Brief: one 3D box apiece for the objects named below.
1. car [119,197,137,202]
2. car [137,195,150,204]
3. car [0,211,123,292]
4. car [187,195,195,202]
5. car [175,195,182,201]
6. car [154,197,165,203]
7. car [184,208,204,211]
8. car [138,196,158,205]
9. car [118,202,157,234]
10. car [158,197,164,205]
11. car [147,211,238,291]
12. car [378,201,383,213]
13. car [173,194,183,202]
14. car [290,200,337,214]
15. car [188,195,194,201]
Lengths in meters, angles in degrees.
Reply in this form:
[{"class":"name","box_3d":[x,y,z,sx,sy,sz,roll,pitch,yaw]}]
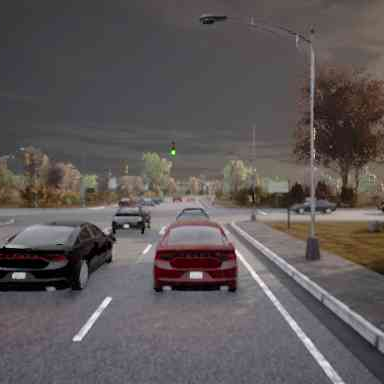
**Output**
[{"class":"car","box_3d":[-10.757,1.665,54.501,1.882,1.535,5.008,0,0,0]},{"class":"car","box_3d":[-10.737,1.609,73.990,2.097,1.767,4.553,0,0,0]},{"class":"car","box_3d":[-3.426,1.509,9.063,1.882,1.535,5.008,0,0,0]},{"class":"car","box_3d":[-0.269,1.641,85.256,2.097,1.767,4.553,0,0,0]},{"class":"car","box_3d":[-3.761,1.655,95.267,1.882,1.535,5.008,0,0,0]},{"class":"car","box_3d":[-7.241,1.798,75.142,2.033,1.411,5.357,0,0,0]},{"class":"car","box_3d":[0.106,1.632,19.694,1.994,1.385,4.181,0,0,2]},{"class":"car","box_3d":[-7.264,1.714,54.892,1.812,1.442,4.674,0,0,0]},{"class":"car","box_3d":[-3.508,1.561,19.799,2.128,1.511,4.902,0,0,-2]},{"class":"car","box_3d":[-7.245,1.769,64.483,2.033,1.411,5.357,0,0,0]},{"class":"car","box_3d":[0.073,1.509,9.104,1.882,1.535,5.008,0,0,0]},{"class":"car","box_3d":[23.263,1.334,35.949,5.566,2.045,2.150,0,0,3]},{"class":"car","box_3d":[-3.768,1.509,84.889,2.150,2.045,5.566,0,0,0]},{"class":"car","box_3d":[13.265,1.630,36.459,4.892,1.490,1.837,0,0,3]},{"class":"car","box_3d":[-0.261,1.655,95.257,1.882,1.535,5.008,0,0,0]}]
